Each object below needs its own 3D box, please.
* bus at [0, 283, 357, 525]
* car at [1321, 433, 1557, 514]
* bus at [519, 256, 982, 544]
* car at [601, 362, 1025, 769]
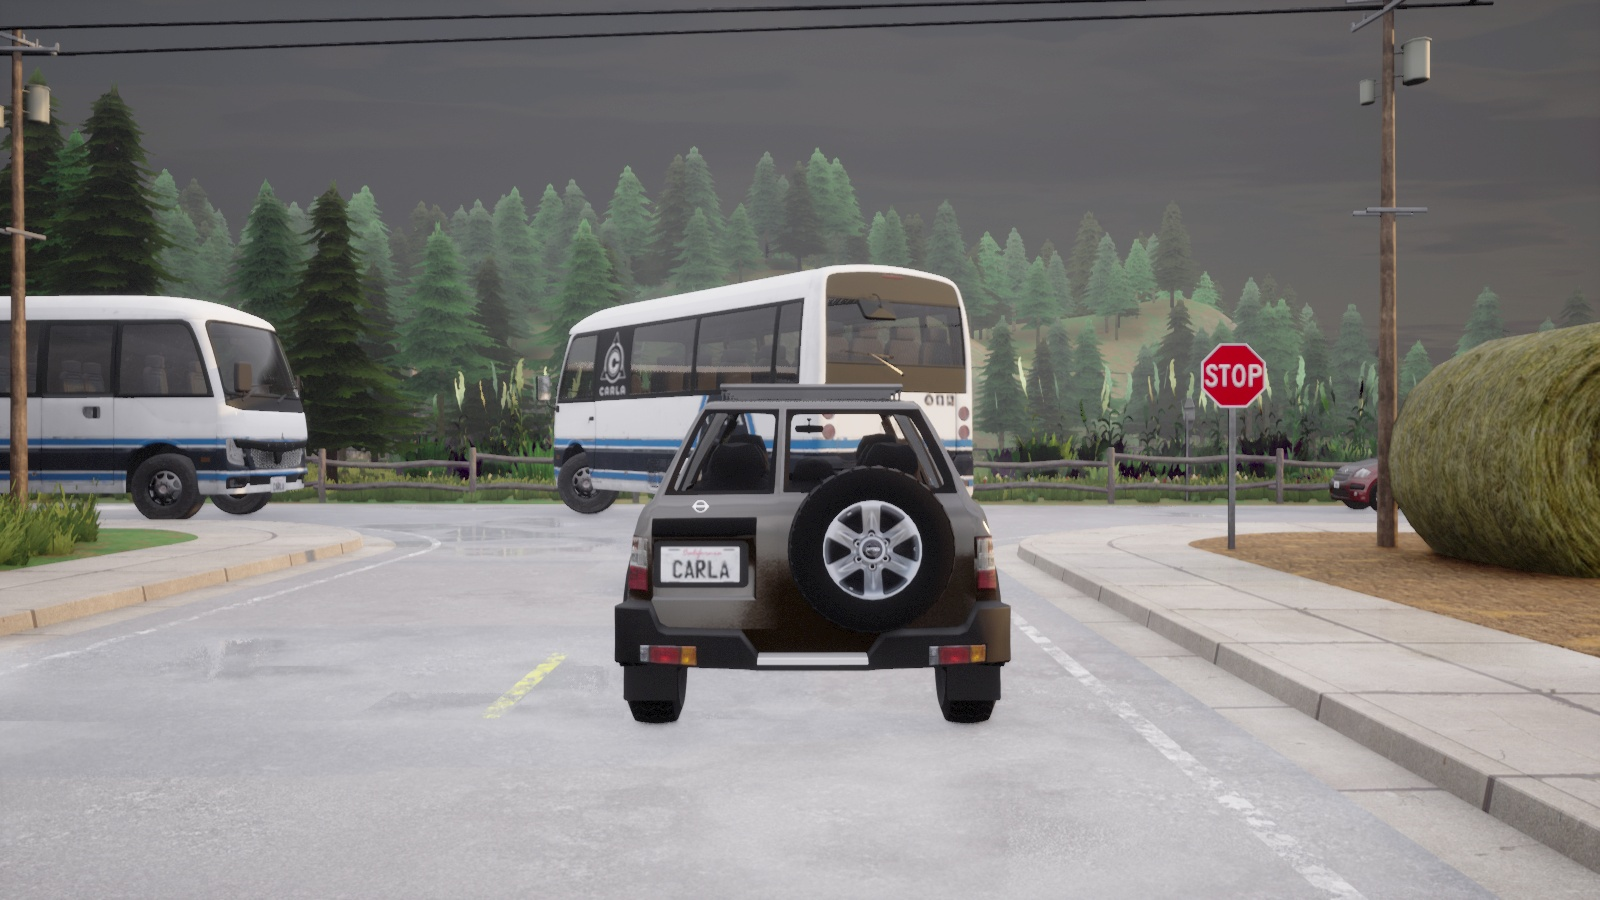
[{"bbox_3d":[-14.398,-0.821,24.260,10.273,4.253,3.944,0,0,3],"label":"bus"},{"bbox_3d":[13.263,0.464,26.275,3.988,1.617,1.851,0,0,3],"label":"car"},{"bbox_3d":[-1.525,-0.794,23.866,3.944,4.253,10.273,0,1,-34],"label":"bus"},{"bbox_3d":[0.061,0.515,8.031,1.932,1.855,4.605,0,0,0],"label":"car"}]
